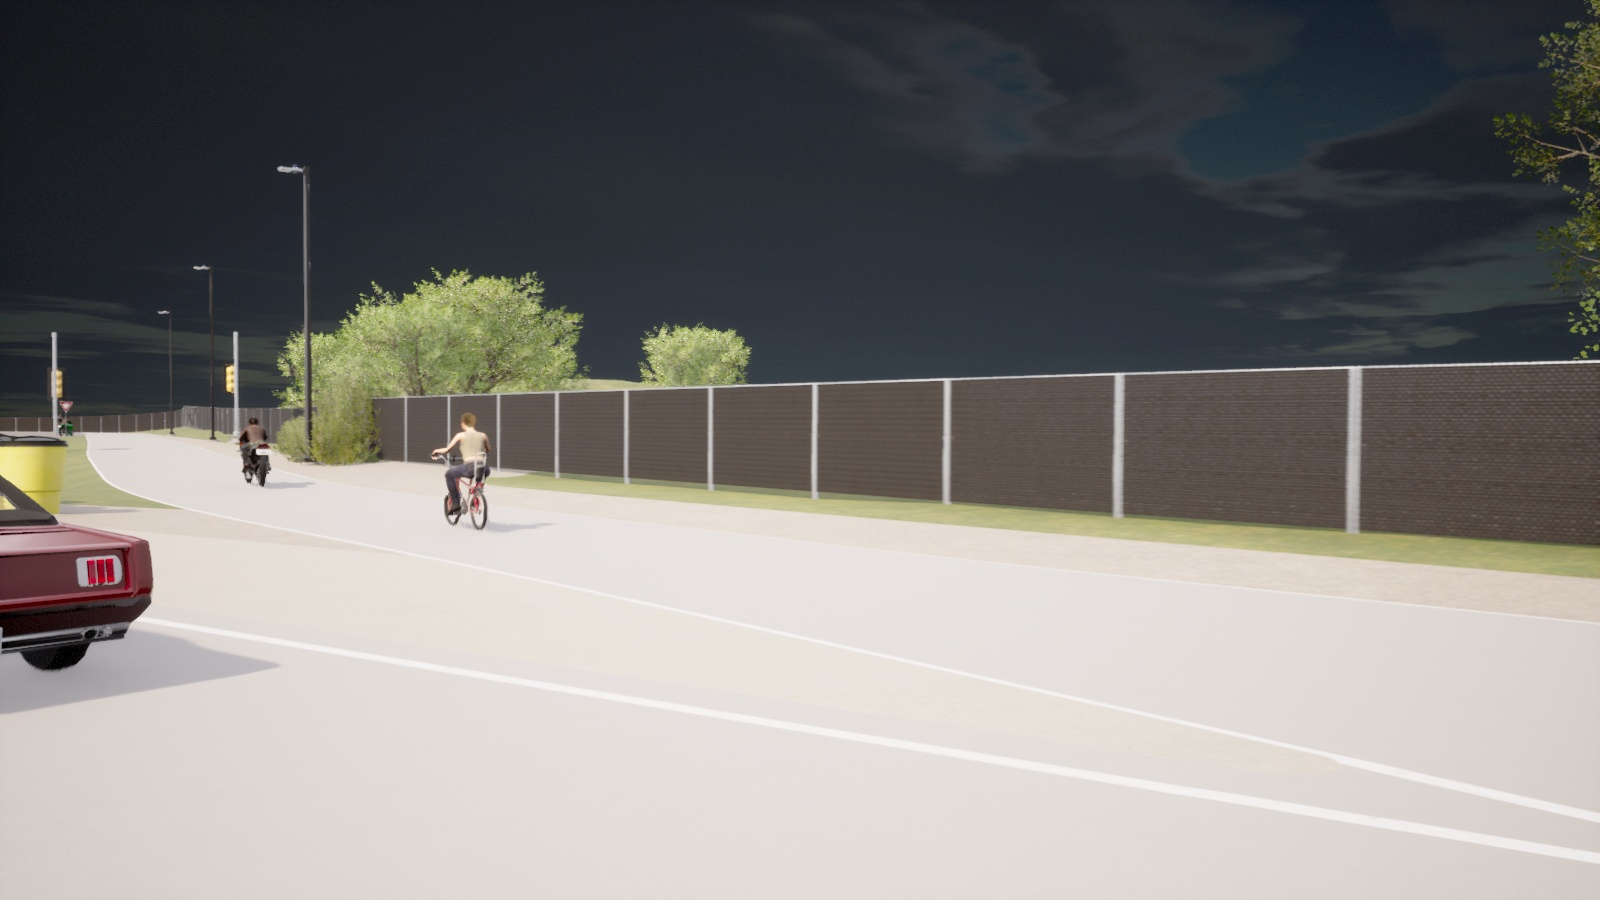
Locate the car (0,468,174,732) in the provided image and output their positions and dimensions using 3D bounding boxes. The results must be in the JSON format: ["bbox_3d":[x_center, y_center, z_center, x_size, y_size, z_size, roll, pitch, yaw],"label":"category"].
[{"bbox_3d":[-6.058,0.783,7.651,4.718,1.301,1.895,0,1,34],"label":"car"}]

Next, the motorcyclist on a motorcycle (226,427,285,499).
[{"bbox_3d":[-12.010,0.254,27.677,0.797,1.523,2.044,-2,2,-34],"label":"motorcyclist on a motorcycle"}]

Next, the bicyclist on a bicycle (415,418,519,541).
[{"bbox_3d":[-4.619,0.373,17.371,0.866,1.612,1.509,-1,1,-37],"label":"bicyclist on a bicycle"}]
